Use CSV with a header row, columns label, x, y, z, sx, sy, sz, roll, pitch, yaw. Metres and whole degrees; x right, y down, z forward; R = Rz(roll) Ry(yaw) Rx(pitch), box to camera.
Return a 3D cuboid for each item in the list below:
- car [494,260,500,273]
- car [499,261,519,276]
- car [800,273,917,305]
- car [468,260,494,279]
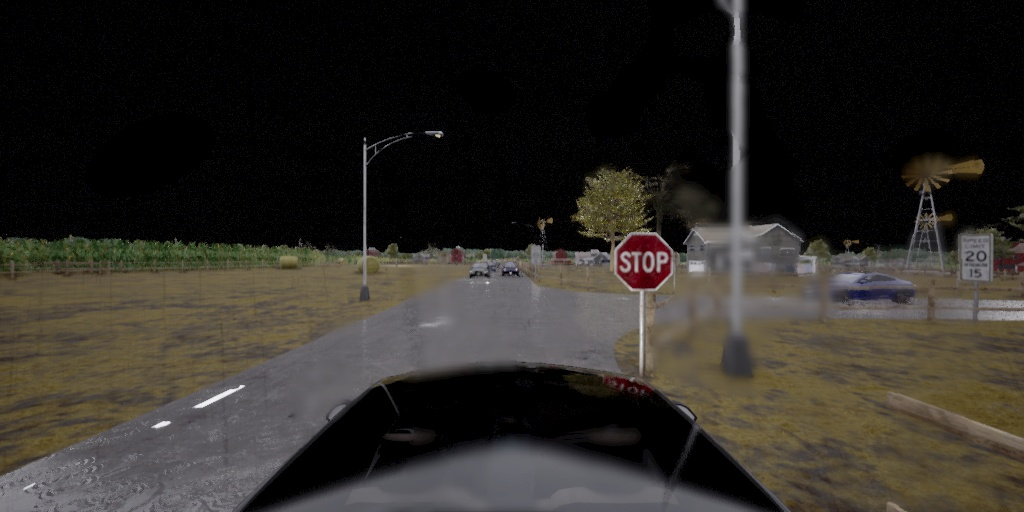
label,x,y,z,sx,sy,sz,roll,pitch,yaw
car,-3.165,1.571,50.221,2.033,1.411,5.357,0,-1,0
car,-0.162,1.533,40.468,1.895,1.301,4.718,0,-1,0
car,16.678,1.521,17.341,4.674,1.442,1.812,1,0,0
car,-3.065,1.389,34.948,1.837,1.490,4.892,0,0,0
